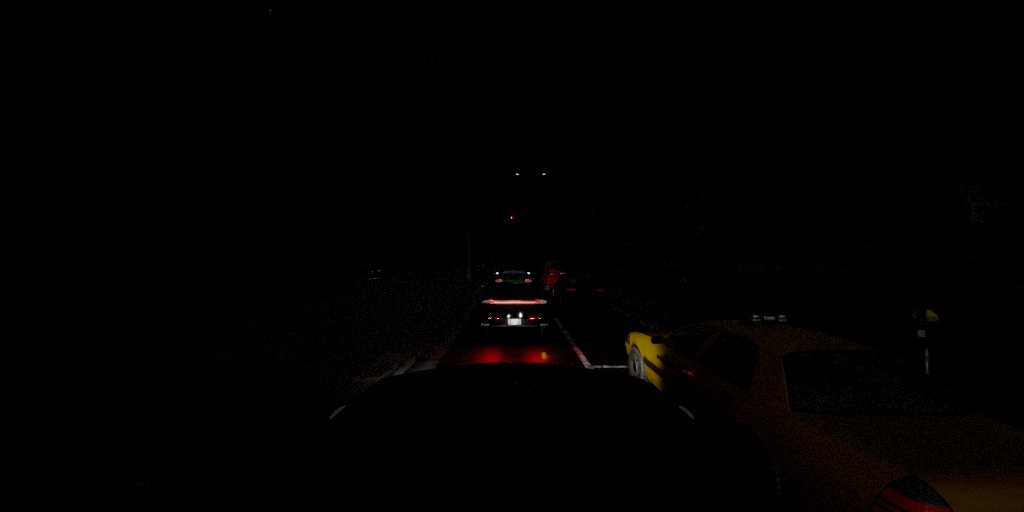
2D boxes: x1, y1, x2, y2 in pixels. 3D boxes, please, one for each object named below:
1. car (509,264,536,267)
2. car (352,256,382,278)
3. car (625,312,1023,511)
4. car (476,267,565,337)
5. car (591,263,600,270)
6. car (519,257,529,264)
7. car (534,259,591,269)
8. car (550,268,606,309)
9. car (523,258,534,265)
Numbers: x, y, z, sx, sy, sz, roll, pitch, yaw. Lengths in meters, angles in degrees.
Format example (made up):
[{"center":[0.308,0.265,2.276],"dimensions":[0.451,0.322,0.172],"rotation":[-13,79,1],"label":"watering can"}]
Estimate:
[{"center":[0.060,1.325,19.297],"dimensions":[1.994,1.385,4.181],"rotation":[0,0,-1],"label":"car"},{"center":[-14.538,0.963,31.775],"dimensions":[5.566,2.045,2.150],"rotation":[0,-1,0],"label":"car"},{"center":[2.643,1.276,4.000],"dimensions":[1.751,1.417,4.829],"rotation":[0,0,0],"label":"car"},{"center":[0.080,1.245,10.352],"dimensions":[2.128,1.511,4.902],"rotation":[0,0,1],"label":"car"},{"center":[7.715,1.341,31.805],"dimensions":[4.181,1.385,1.994],"rotation":[0,-1,0],"label":"car"},{"center":[2.748,1.403,62.918],"dimensions":[1.888,1.381,4.507],"rotation":[0,0,0],"label":"car"},{"center":[2.671,1.076,20.177],"dimensions":[2.192,1.841,5.009],"rotation":[0,0,0],"label":"car"},{"center":[2.662,1.338,14.728],"dimensions":[1.802,1.307,4.207],"rotation":[0,0,0],"label":"car"},{"center":[2.719,1.356,46.607],"dimensions":[1.888,1.381,4.507],"rotation":[0,0,0],"label":"car"}]
